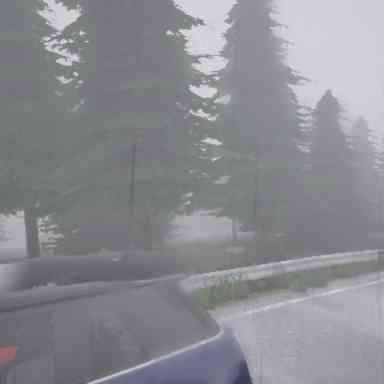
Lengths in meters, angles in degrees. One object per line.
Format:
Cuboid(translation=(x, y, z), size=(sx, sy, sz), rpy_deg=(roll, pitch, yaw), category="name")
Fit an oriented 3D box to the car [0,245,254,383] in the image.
Cuboid(translation=(-1.736, 1.352, 2.101), size=(4.553, 1.767, 2.097), rpy_deg=(0, 0, -34), category="car")
